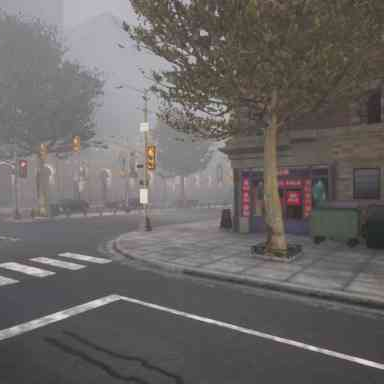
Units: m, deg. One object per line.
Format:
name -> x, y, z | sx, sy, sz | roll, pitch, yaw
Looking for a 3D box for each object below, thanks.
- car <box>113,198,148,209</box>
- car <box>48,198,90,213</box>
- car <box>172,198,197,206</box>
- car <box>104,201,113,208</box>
car -> -8.070, 1.526, 45.563 | 1.812, 1.442, 4.674 | 0, 0, 36
car -> -13.908, 1.505, 37.471 | 1.837, 1.490, 4.892 | 0, 0, 36
car -> -1.173, 1.601, 55.152 | 1.895, 1.301, 4.718 | 0, 0, 36
car -> -10.283, 1.595, 47.904 | 1.895, 1.301, 4.718 | 0, 0, 36
